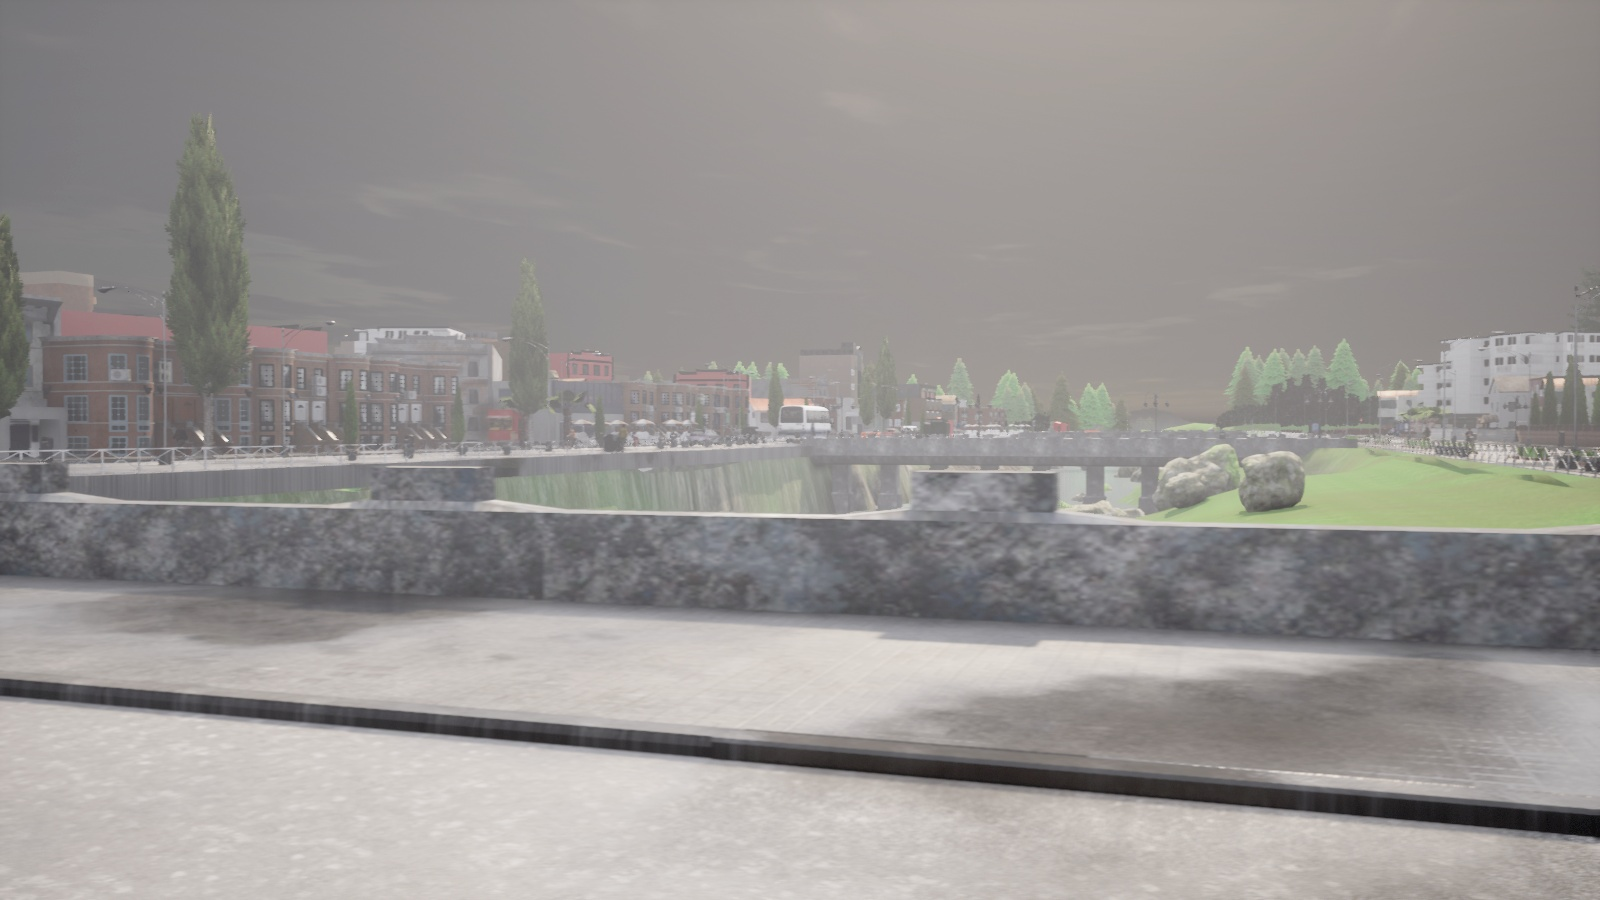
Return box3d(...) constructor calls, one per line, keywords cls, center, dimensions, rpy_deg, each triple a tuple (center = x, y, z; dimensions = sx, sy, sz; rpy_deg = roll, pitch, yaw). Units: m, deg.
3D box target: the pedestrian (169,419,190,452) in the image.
box3d(cls="pedestrian", center=(-34.735, -0.821, 70.288), dimensions=(0.634, 1.844, 0.899), rpy_deg=(1, 1, 19))
